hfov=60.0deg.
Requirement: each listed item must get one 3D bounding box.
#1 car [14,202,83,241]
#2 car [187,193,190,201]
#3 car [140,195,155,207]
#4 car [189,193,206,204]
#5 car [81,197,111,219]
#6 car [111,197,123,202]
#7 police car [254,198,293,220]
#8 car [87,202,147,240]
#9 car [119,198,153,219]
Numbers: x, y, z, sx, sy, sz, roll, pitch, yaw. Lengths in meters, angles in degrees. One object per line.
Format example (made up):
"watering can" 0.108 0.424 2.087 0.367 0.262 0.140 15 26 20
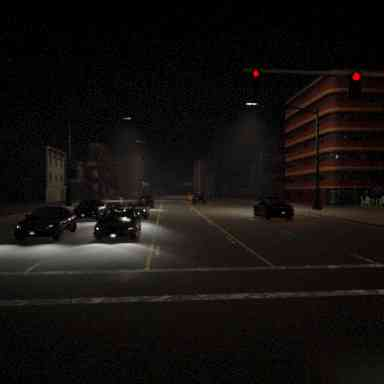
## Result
"car" -7.100 1.472 16.628 1.812 1.442 4.674 0 1 -5
"car" 0.155 0.828 58.073 1.882 1.535 5.008 0 0 -5
"car" -5.419 1.128 39.150 1.837 1.490 4.892 0 1 -5
"car" 1.015 1.011 48.153 1.812 1.442 4.674 0 1 -4
"car" -7.855 1.336 25.746 1.837 1.490 4.892 0 1 -5
"car" -8.905 1.231 38.810 1.895 1.301 4.718 0 1 -4
"police car" 6.244 1.253 26.107 1.930 1.638 5.238 0 1 -5
"car" -3.649 1.484 17.146 2.033 1.411 5.357 0 1 -5
"car" -4.423 1.420 26.675 1.895 1.301 4.718 0 1 -5
